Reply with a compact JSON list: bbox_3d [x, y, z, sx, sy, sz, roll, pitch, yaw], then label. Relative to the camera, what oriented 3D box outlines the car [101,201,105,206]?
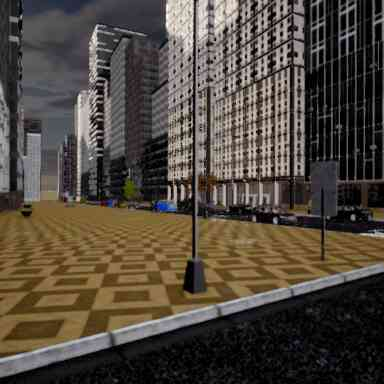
[{"bbox_3d":[-23.033,3.033,86.837,1.887,1.381,4.507,-1,-1,-26],"label":"car"}]

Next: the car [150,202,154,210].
[{"bbox_3d":[-5.621,2.464,56.949,2.033,1.411,5.357,0,-1,-26],"label":"car"}]

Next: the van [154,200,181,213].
[{"bbox_3d":[-3.493,1.990,46.314,1.690,1.788,3.998,-1,-1,-26],"label":"van"}]

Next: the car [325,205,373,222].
[{"bbox_3d":[13.831,1.835,29.687,2.008,1.369,4.403,-1,-1,-26],"label":"car"}]

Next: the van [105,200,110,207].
[{"bbox_3d":[-18.151,2.615,76.708,1.690,1.788,3.998,-1,-1,-26],"label":"van"}]

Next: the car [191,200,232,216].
[{"bbox_3d":[2.221,2.067,40.463,2.033,1.411,5.357,0,-1,-26],"label":"car"}]

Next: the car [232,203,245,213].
[{"bbox_3d":[6.502,2.148,44.885,1.947,1.339,4.313,-1,-1,-26],"label":"car"}]

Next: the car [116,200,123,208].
[{"bbox_3d":[-13.189,2.584,66.422,1.752,1.417,4.829,-1,-1,-26],"label":"car"}]

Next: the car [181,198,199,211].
[{"bbox_3d":[-0.464,1.983,53.243,2.150,2.045,5.566,0,-1,-24],"label":"car"}]

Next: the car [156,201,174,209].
[{"bbox_3d":[-5.091,2.481,62.757,1.812,1.442,4.674,0,-1,-26],"label":"car"}]

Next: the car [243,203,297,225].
[{"bbox_3d":[6.283,1.800,26.046,2.008,1.369,4.403,-1,-1,-26],"label":"car"}]

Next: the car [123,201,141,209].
[{"bbox_3d":[-10.818,2.508,61.509,2.008,1.369,4.403,-1,-1,-26],"label":"car"}]

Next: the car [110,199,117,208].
[{"bbox_3d":[-15.705,2.713,71.641,1.887,1.381,4.507,-1,-1,-26],"label":"car"}]

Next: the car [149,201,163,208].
[{"bbox_3d":[-8.156,2.784,75.280,1.802,1.307,4.206,-1,-1,-26],"label":"car"}]

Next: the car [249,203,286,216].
[{"bbox_3d":[8.945,2.048,39.819,1.947,1.339,4.313,-1,-1,-26],"label":"car"}]
